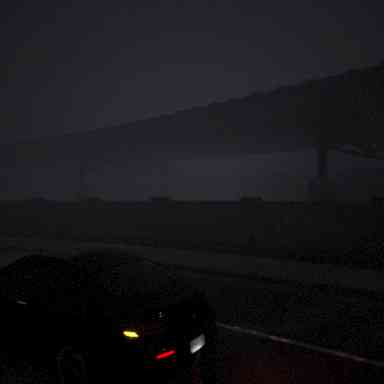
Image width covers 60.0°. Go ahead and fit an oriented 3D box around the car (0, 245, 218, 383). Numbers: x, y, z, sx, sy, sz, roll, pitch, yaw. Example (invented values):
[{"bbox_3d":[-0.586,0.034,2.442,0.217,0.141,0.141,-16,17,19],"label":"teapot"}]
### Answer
[{"bbox_3d":[-1.862,1.550,4.996,4.674,1.442,1.812,-1,0,33],"label":"car"}]
